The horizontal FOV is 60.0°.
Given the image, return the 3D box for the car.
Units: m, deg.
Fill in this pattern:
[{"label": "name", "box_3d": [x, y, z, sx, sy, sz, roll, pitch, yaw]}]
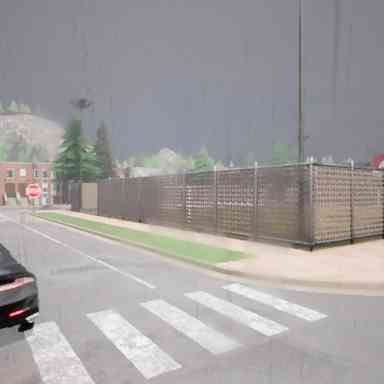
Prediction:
[{"label": "car", "box_3d": [-4.310, 1.495, 5.822, 2.128, 1.511, 4.902, -3, 2, -44]}]
